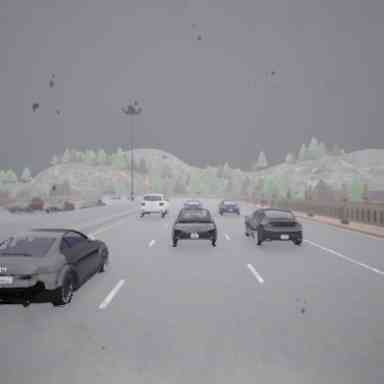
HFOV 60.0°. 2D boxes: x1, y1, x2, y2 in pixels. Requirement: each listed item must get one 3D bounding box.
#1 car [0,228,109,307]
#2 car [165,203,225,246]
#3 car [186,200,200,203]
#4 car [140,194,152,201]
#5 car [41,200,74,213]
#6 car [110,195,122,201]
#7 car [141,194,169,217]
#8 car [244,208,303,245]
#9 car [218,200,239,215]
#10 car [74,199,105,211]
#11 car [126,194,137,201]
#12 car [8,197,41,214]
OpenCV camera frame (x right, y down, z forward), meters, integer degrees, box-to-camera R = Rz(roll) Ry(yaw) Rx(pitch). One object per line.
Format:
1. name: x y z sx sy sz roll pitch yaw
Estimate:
1. car: -3.400 1.558 8.012 1.994 1.385 4.181 0 0 0
2. car: 0.102 1.480 15.288 2.128 1.511 4.902 0 0 0
3. car: 0.092 1.503 32.971 1.812 1.442 4.674 0 0 0
4. car: -10.490 1.251 76.769 2.128 1.511 4.902 0 0 0
5. car: -14.087 1.541 35.818 1.994 1.385 4.181 0 0 0
6. car: -17.489 1.280 76.684 1.994 1.385 4.181 0 0 0
7. car: -3.395 1.200 30.975 2.150 2.045 5.566 0 0 0
8. car: 3.602 1.493 15.355 1.837 1.490 4.892 0 0 0
9. car: 3.592 1.503 33.107 1.812 1.442 4.674 0 0 0
10. car: -10.588 1.483 35.486 1.837 1.490 4.892 0 0 0
11. car: -13.990 1.226 76.726 1.837 1.490 4.892 0 0 0
12. car: -17.586 1.329 35.544 2.097 1.767 4.553 0 0 0
